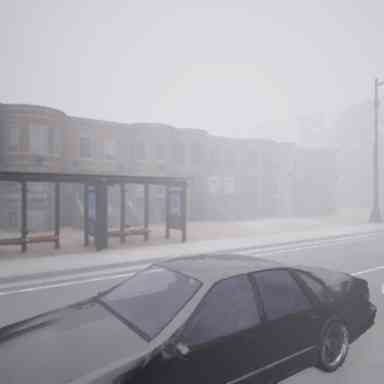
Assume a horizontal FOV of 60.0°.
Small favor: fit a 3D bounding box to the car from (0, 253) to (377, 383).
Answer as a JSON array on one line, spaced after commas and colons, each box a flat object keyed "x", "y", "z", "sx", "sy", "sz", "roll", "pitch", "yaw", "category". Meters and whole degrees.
[{"x": 0.202, "y": 1.558, "z": 4.136, "sx": 5.357, "sy": 1.411, "sz": 2.033, "roll": 0, "pitch": 0, "yaw": -35, "category": "car"}]
